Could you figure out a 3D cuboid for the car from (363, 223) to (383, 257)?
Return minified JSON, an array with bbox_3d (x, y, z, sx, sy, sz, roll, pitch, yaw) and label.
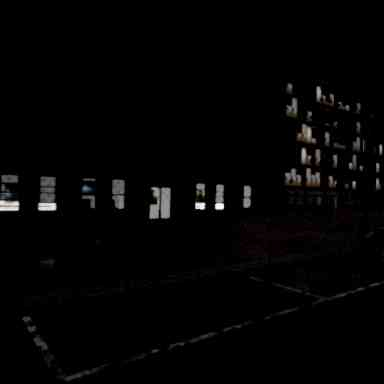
[{"bbox_3d":[8.176,1.586,12.383,4.097,1.590,1.967,1,0,-35],"label":"car"}]
